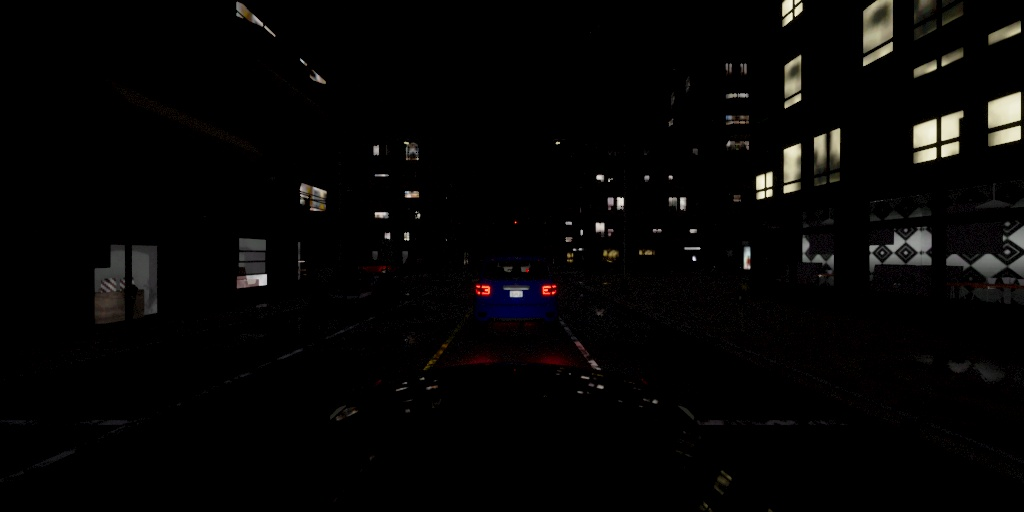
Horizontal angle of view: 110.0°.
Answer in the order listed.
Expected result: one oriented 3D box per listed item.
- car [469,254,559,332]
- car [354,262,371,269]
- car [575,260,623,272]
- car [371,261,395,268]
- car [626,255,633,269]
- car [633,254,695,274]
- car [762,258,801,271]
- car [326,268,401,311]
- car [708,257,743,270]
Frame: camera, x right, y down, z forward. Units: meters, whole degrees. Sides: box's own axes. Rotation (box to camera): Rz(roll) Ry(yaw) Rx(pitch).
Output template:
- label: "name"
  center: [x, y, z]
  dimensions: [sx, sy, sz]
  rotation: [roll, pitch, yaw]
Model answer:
- label: "car"
  center: [0.101, 0.971, 10.979]
  dimensions: [2.150, 2.045, 5.566]
  rotation: [0, 0, 0]
- label: "car"
  center: [-17.414, 1.576, 36.684]
  dimensions: [4.674, 1.442, 1.812]
  rotation: [-1, 0, 1]
- label: "car"
  center: [9.475, 1.150, 40.103]
  dimensions: [4.718, 1.301, 1.895]
  rotation: [-1, 0, 0]
- label: "car"
  center: [-15.407, 1.359, 39.894]
  dimensions: [4.553, 1.767, 2.097]
  rotation: [-1, 0, 0]
- label: "car"
  center: [14.589, 0.764, 42.737]
  dimensions: [5.009, 1.841, 2.192]
  rotation: [0, 0, 0]
- label: "car"
  center: [14.721, 0.778, 34.358]
  dimensions: [5.009, 1.841, 2.192]
  rotation: [0, 0, 0]
- label: "car"
  center: [25.815, 0.821, 34.451]
  dimensions: [4.313, 1.339, 1.948]
  rotation: [0, 0, 0]
- label: "car"
  center: [-5.736, 1.332, 14.384]
  dimensions: [1.802, 1.307, 4.207]
  rotation: [0, 0, 0]
- label: "car"
  center: [24.909, 0.862, 40.232]
  dimensions: [4.718, 1.301, 1.895]
  rotation: [-1, 0, 0]
